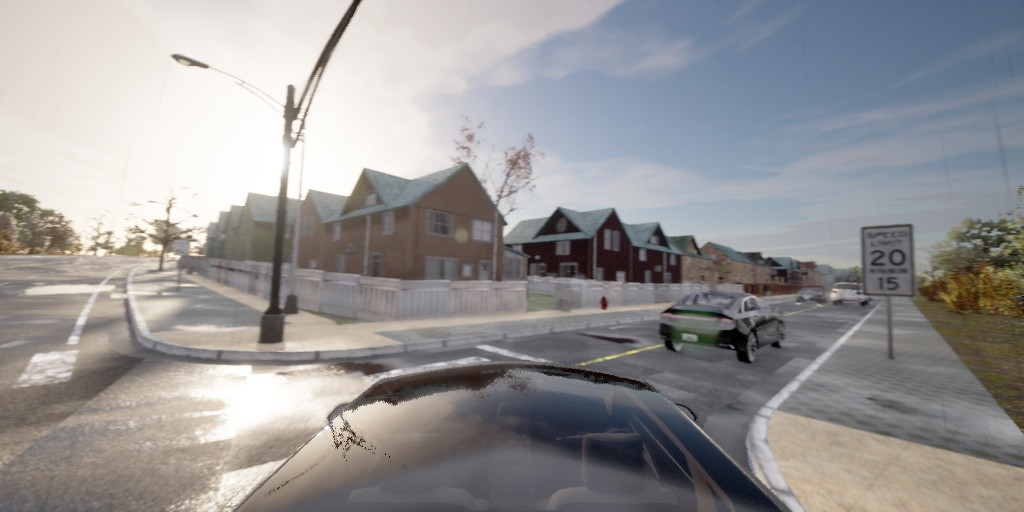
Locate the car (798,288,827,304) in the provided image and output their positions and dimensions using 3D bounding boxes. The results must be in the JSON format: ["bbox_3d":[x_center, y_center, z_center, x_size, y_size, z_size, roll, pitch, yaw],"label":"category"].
[{"bbox_3d":[29.538,3.860,35.339,4.902,1.511,2.128,5,-5,-43],"label":"car"}]

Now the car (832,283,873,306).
[{"bbox_3d":[31.377,3.509,33.220,5.566,2.045,2.150,4,-4,-41],"label":"car"}]

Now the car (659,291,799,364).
[{"bbox_3d":[5.639,1.702,9.434,4.902,1.511,2.128,5,-5,-43],"label":"car"}]
